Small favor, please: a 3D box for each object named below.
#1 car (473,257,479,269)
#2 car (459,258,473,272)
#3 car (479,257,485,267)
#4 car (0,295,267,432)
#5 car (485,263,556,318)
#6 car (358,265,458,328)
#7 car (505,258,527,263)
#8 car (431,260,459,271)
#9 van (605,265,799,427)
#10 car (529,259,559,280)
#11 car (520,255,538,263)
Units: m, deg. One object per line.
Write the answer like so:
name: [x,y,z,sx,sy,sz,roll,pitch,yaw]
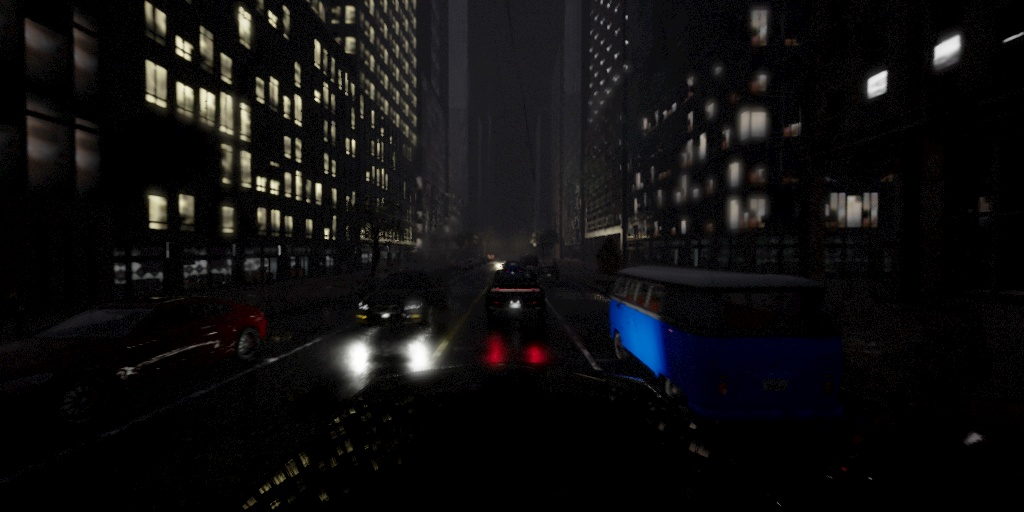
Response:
car: [-5.689,0.913,45.292,1.967,1.591,4.097,0,0,0]
car: [-5.690,1.091,39.608,1.802,1.307,4.207,0,0,0]
car: [-5.688,0.926,56.490,1.751,1.417,4.829,0,0,0]
car: [-5.693,1.307,5.508,1.802,1.307,4.207,0,0,0]
car: [0.099,1.173,12.585,2.128,1.511,4.902,0,0,0]
car: [-3.093,1.195,11.209,1.837,1.490,4.892,0,0,0]
car: [0.089,1.097,29.987,1.812,1.442,4.674,0,0,0]
car: [-5.691,1.132,28.241,2.007,1.370,4.403,0,0,0]
van: [2.688,1.067,5.507,1.690,1.789,3.998,0,0,0]
car: [2.690,1.133,28.240,2.007,1.370,4.403,0,0,0]
car: [2.692,0.753,50.975,2.192,1.841,5.009,0,0,0]
